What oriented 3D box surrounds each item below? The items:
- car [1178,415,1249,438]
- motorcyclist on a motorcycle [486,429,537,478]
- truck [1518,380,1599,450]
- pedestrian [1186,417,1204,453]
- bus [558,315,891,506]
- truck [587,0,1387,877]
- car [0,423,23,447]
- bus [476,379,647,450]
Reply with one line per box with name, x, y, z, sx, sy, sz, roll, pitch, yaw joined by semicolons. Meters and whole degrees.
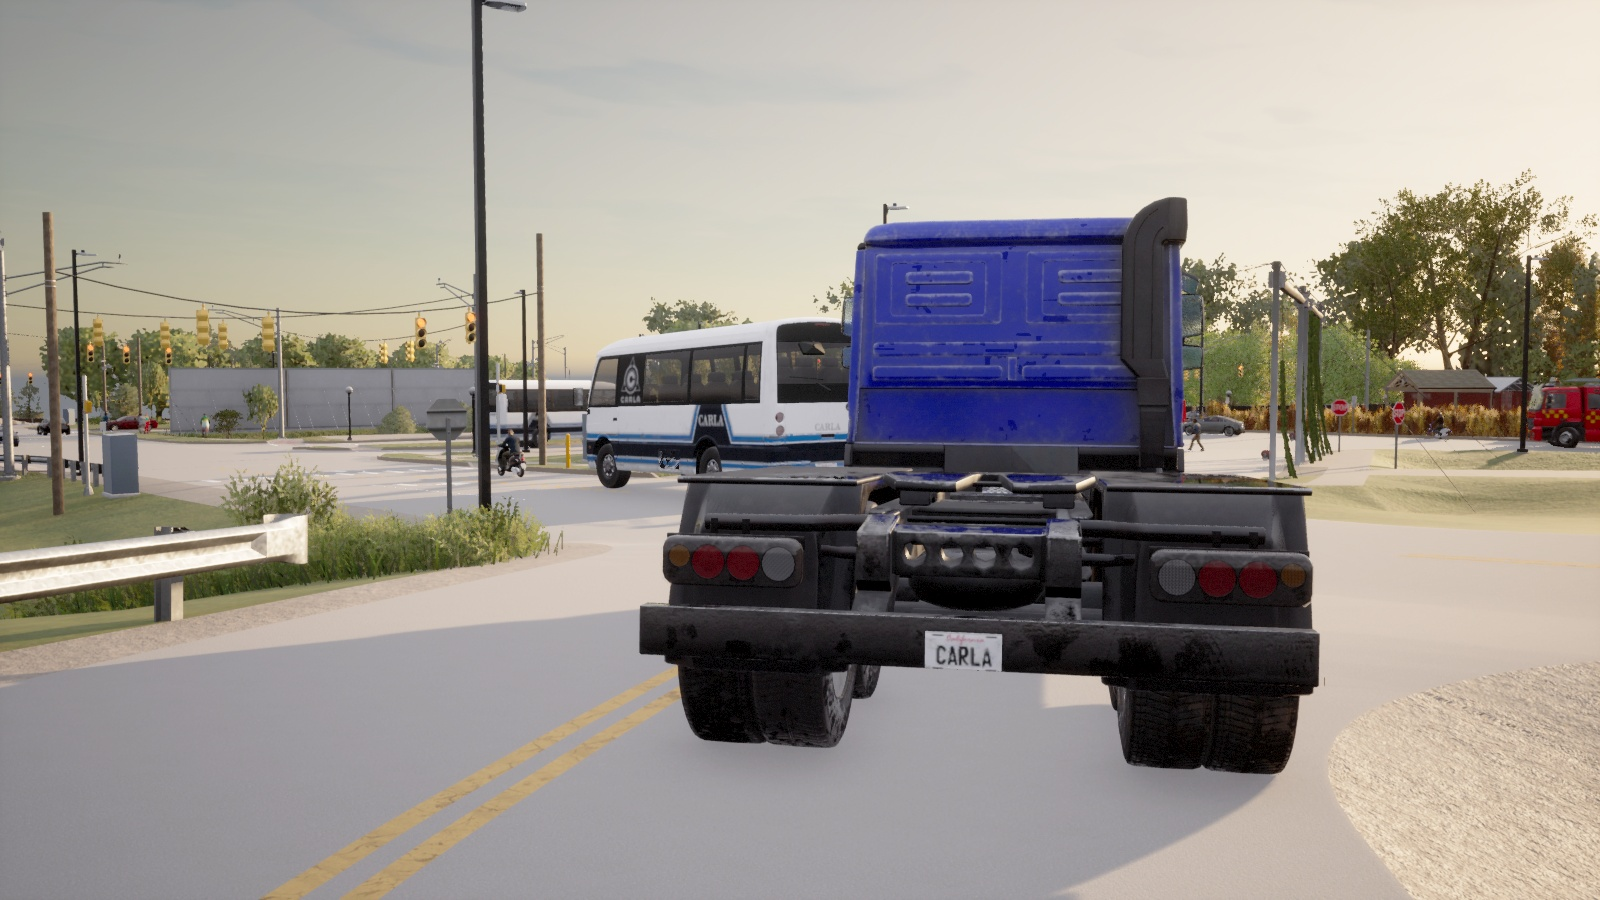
car;28.311;-1.623;86.093;4.181;1.385;1.994;2;4;37
motorcyclist on a motorcycle;-9.695;0.094;42.163;0.866;1.590;1.817;-3;3;-41
truck;44.514;-1.930;68.894;8.468;3.827;2.891;1;3;21
pedestrian;21.342;-0.814;67.842;0.788;1.949;0.423;3;4;36
bus;-2.403;-1.042;33.243;3.944;4.253;10.273;-2;2;-35
truck;1.377;-0.288;8.546;2.891;3.462;7.936;1;1;11
car;-52.967;-1.008;82.948;2.033;1.411;5.357;-3;3;-39
bus;-15.127;-2.362;80.458;10.273;4.253;3.944;-3;4;-44
